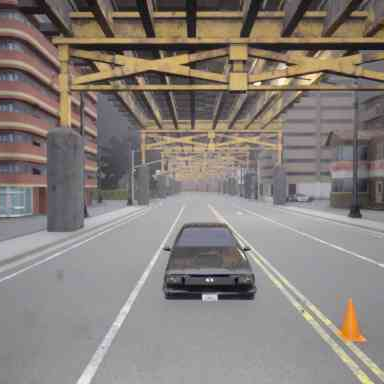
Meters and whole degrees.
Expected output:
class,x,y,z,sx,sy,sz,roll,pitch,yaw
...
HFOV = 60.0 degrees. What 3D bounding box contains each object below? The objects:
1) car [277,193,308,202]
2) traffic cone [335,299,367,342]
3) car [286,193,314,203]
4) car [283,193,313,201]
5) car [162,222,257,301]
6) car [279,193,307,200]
class,x,y,z,sx,sy,sz,roll,pitch,yaw
car,17.807,0.958,59.020,4.974,1.542,2.038,0,1,25
traffic cone,2.453,1.949,5.141,0.340,0.580,0.340,0,0,0
car,17.459,1.005,54.864,4.974,1.542,2.038,0,1,-20
car,17.508,0.847,54.880,4.536,1.218,1.853,0,1,-20
car,0.361,1.533,8.748,2.033,1.411,5.357,0,0,1
car,17.854,0.800,58.997,4.536,1.218,1.853,0,1,25
